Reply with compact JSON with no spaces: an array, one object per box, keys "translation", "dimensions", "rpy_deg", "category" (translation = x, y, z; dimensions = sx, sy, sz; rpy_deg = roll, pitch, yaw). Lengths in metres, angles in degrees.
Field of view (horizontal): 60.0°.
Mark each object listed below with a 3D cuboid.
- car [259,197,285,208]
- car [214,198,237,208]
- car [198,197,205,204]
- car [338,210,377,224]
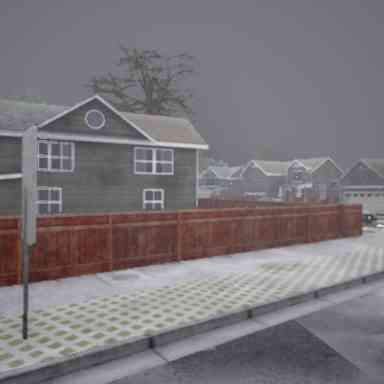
[{"translation":[8.169,1.346,32.728],"dimensions":[2.097,1.767,4.553],"rpy_deg":[1,0,-25],"category":"car"},{"translation":[3.829,1.482,42.064],"dimensions":[1.812,1.442,4.674],"rpy_deg":[1,0,-26],"category":"car"},{"translation":[0.463,1.535,55.128],"dimensions":[1.895,1.301,4.718],"rpy_deg":[1,0,-28],"category":"car"},{"translation":[11.535,1.591,24.898],"dimensions":[1.994,1.385,4.181],"rpy_deg":[1,0,-23],"category":"car"}]
